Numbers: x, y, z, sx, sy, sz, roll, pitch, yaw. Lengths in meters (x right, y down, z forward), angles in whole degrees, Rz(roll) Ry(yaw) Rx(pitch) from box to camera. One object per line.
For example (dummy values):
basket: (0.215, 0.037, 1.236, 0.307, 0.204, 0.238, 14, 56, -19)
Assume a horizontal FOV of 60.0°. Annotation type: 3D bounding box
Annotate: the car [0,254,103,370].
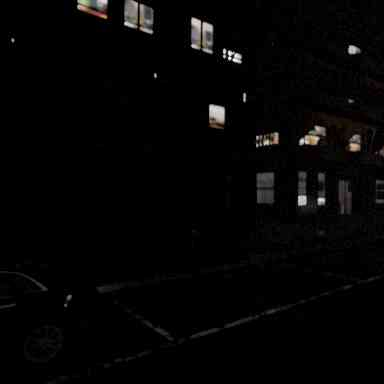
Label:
car: (-3.355, 1.553, 4.117, 4.403, 1.369, 2.008, 0, 1, -36)
